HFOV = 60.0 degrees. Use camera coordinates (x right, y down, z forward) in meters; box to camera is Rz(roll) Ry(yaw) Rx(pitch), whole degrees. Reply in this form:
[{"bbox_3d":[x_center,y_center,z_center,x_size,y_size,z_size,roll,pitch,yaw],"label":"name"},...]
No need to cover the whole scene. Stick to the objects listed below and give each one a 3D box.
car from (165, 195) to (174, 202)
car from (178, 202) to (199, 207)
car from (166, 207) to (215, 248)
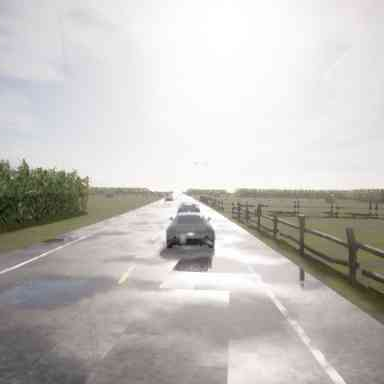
[{"bbox_3d":[-5.172,1.427,75.891,2.033,1.411,5.357,0,0,-2],"label":"car"},{"bbox_3d":[-0.283,1.569,29.687,1.994,1.385,4.181,0,0,-1],"label":"car"},{"bbox_3d":[-0.071,1.574,14.671,1.994,1.385,4.181,0,0,-1],"label":"car"}]
